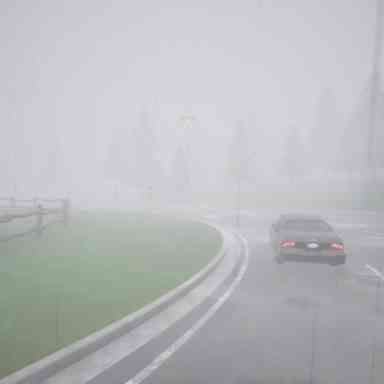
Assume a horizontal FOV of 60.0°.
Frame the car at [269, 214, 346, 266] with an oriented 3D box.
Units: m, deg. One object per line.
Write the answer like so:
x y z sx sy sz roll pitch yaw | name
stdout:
3.675 1.443 11.254 2.033 1.411 5.357 1 1 11 | car
